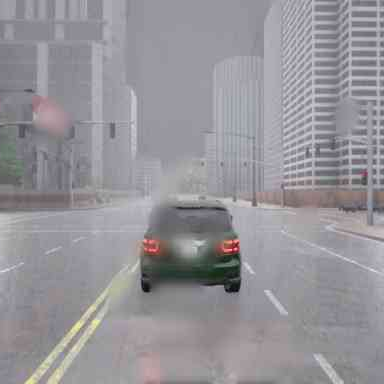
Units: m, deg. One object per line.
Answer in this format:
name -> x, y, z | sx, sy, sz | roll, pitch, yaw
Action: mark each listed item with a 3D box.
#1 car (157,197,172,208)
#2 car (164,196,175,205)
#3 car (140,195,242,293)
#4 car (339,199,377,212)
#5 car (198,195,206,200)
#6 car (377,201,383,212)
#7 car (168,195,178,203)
car -> -3.999, 1.504, 48.529 | 1.837, 1.490, 4.892 | 0, 0, -1
car -> -4.077, 1.525, 60.451 | 1.812, 1.442, 4.674 | 0, 0, 0
car -> -0.021, 1.221, 9.015 | 2.150, 2.045, 5.566 | 0, 0, 0
car -> 19.464, 1.547, 37.382 | 5.357, 1.411, 2.033 | 0, 0, -1
car -> 2.733, 1.500, 90.625 | 1.837, 1.490, 4.892 | 0, 0, 0
car -> 22.133, 1.477, 33.917 | 5.008, 1.535, 1.882 | 0, 0, -1
car -> -4.098, 1.478, 71.026 | 1.882, 1.535, 5.008 | 0, 0, 0
